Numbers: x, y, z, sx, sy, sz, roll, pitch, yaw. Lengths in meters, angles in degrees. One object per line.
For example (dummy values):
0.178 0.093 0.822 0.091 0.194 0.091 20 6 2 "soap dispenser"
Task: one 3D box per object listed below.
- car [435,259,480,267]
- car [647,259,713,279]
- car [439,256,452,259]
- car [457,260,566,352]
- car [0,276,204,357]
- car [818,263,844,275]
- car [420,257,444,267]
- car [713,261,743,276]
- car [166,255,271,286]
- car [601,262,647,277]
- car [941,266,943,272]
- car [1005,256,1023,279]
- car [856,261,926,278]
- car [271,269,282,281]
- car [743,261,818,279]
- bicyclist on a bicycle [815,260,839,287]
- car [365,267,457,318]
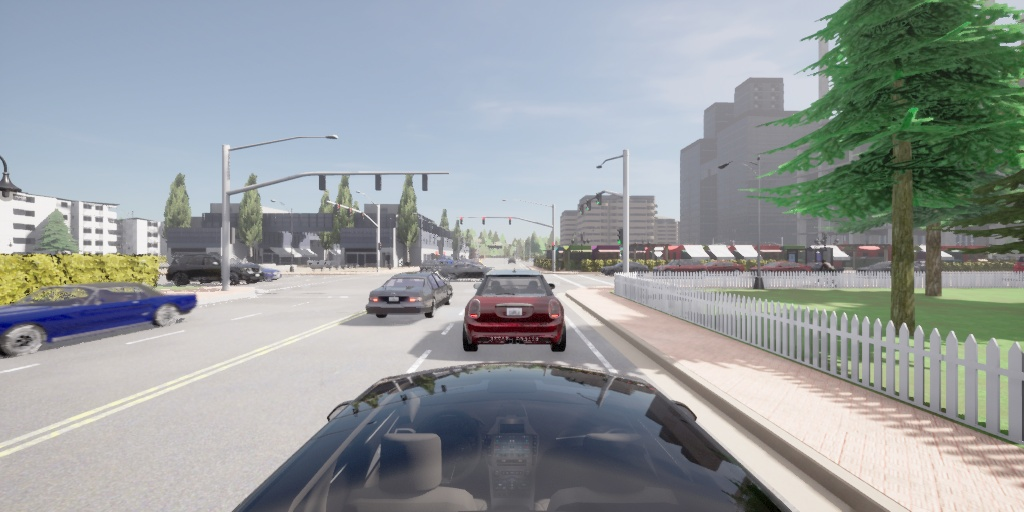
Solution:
-3.241 1.241 28.302 4.902 1.511 2.128 0 0 0 "car"
15.075 1.102 32.339 4.553 1.767 2.097 0 0 -1 "car"
-10.601 0.971 56.380 2.150 2.045 5.566 0 0 0 "car"
0.063 1.102 9.089 2.097 1.767 4.553 0 0 0 "car"
-10.504 1.351 8.639 1.895 1.301 4.718 0 0 1 "car"
30.449 1.351 36.227 4.718 1.301 1.895 0 0 -1 "car"
-10.608 1.255 46.518 1.837 1.490 4.892 0 0 0 "car"
20.551 1.227 35.981 5.008 1.535 1.882 0 0 -1 "car"
-20.040 0.975 24.337 5.566 2.045 2.150 0 0 0 "car"
11.226 1.276 35.726 4.674 1.442 1.812 0 0 -1 "car"
40.674 1.241 36.454 4.902 1.511 2.128 0 0 -1 "car"
44.824 0.971 29.394 5.566 2.045 2.150 0 0 -1 "car"
34.349 1.255 32.816 4.892 1.490 1.837 0 0 -1 "car"
-20.582 1.276 27.925 4.674 1.442 1.812 0 0 -2 "car"
24.288 1.228 32.571 5.008 1.535 1.882 0 0 -1 "car"
18.789 1.052 21.448 0.582 1.620 1.656 0 0 -1 "bicyclist on a bicycle"
-3.420 1.297 12.924 2.033 1.411 5.357 0 0 0 "car"
